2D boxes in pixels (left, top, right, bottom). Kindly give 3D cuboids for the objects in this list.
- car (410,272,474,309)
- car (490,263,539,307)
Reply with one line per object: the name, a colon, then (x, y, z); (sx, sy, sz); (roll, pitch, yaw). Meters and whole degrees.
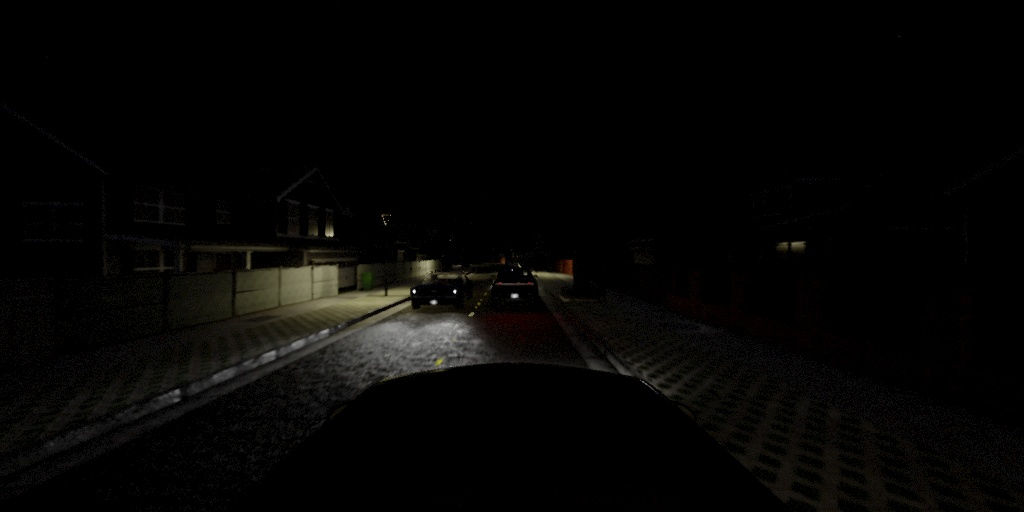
car: (-2.750, 1.341, 14.893); (1.895, 1.301, 4.718); (0, 0, 0)
car: (0.099, 1.231, 15.359); (2.128, 1.511, 4.902); (0, 0, 0)
